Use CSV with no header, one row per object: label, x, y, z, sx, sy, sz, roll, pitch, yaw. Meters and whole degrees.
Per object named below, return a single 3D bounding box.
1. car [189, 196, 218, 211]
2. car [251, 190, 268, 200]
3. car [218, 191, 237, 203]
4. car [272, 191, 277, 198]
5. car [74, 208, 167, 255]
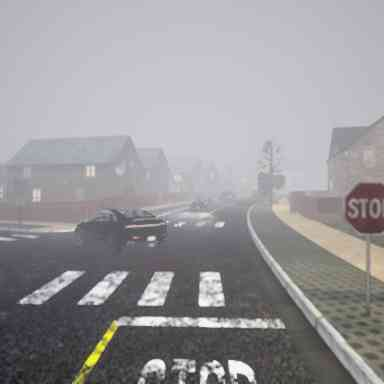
car,1.065,1.108,33.164,1.895,1.301,4.718,0,1,13
car,11.610,0.418,57.068,2.097,1.767,4.553,0,1,23
car,5.022,0.614,47.451,2.097,1.767,4.553,0,1,19
car,15.576,0.393,66.259,1.837,1.490,4.892,0,1,27
car,-2.887,1.382,12.724,2.128,1.511,4.902,0,-2,-40
